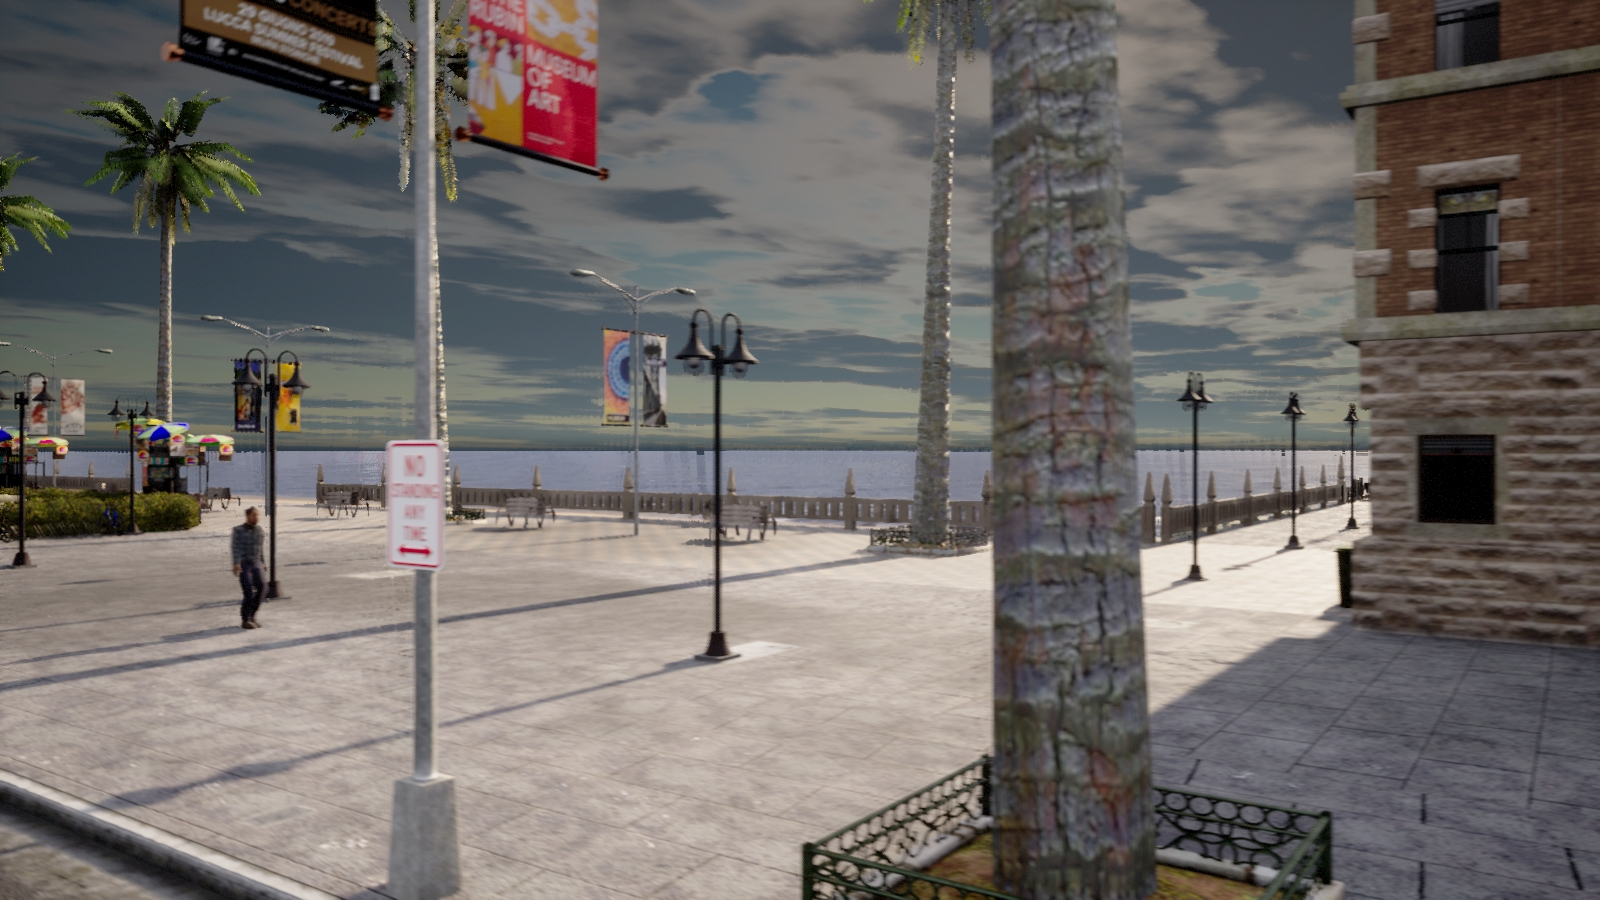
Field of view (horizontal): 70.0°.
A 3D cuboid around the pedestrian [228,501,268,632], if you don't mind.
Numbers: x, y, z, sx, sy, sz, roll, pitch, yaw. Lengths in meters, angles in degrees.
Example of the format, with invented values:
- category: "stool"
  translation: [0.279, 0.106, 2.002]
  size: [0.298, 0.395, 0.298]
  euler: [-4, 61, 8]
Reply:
- category: "pedestrian"
  translation: [-8.097, 1.696, 16.768]
  size: [0.375, 1.860, 0.375]
  euler: [0, 0, 28]
